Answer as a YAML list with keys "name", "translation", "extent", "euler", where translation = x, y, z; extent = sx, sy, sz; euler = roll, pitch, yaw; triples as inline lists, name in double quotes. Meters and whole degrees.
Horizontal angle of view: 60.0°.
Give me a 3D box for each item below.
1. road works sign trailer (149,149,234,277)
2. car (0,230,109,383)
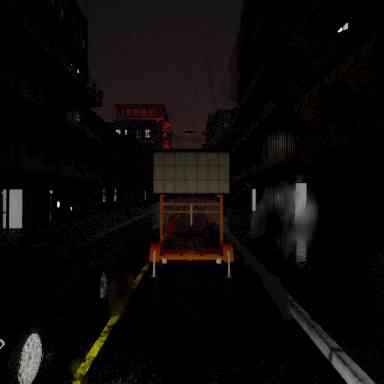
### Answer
- name: "road works sign trailer"
  translation: [-0.015, 0.479, 10.236]
  extent: [2.380, 3.560, 2.880]
  euler: [0, 0, 0]
- name: "car"
  translation: [-2.758, 1.483, 5.394]
  extent: [1.882, 1.535, 5.008]
  euler: [0, 0, 0]
